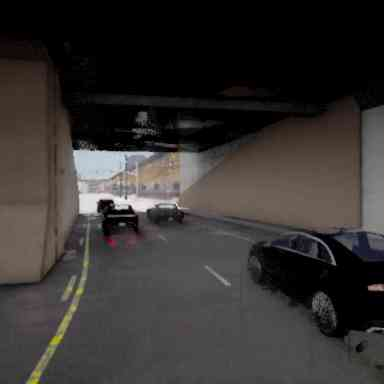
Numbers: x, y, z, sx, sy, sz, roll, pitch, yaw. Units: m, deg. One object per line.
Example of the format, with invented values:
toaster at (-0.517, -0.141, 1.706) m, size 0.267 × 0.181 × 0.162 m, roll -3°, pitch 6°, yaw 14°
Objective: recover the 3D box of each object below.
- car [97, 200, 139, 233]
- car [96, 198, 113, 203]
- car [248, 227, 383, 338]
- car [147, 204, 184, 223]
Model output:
car at (-4.245, 1.424, 19.286) m, size 2.128 × 1.511 × 4.902 m, roll -1°, pitch 0°, yaw -16°
car at (-9.192, 1.393, 35.703) m, size 1.837 × 1.490 × 4.892 m, roll -1°, pitch 0°, yaw -17°
car at (2.634, 1.434, 6.577) m, size 2.128 × 1.511 × 4.902 m, roll 0°, pitch 0°, yaw -10°
car at (-2.053, 1.489, 24.229) m, size 1.895 × 1.301 × 4.718 m, roll -1°, pitch 0°, yaw -17°
